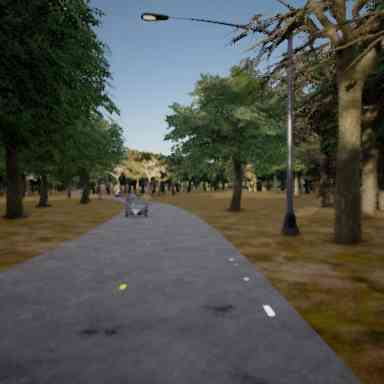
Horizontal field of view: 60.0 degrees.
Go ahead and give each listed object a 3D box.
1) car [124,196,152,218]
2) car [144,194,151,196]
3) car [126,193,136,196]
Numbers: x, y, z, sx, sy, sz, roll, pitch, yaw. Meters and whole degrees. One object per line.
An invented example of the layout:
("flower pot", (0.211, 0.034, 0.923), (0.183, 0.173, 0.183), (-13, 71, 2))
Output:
("car", (-4.751, 1.380, 28.926), (2.128, 1.511, 4.902), (0, 0, -6))
("car", (-10.430, 1.238, 77.117), (1.801, 1.575, 5.366), (0, 0, -17))
("car", (-12.481, 1.166, 69.661), (2.097, 1.767, 4.553), (0, 0, -15))
